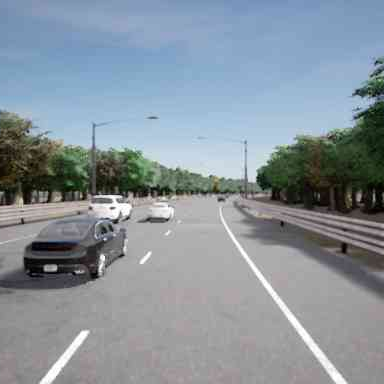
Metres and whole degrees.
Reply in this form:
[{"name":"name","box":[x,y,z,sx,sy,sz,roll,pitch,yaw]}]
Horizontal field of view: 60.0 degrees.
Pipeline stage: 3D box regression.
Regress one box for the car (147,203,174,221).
[{"name":"car","box":[-2.555,1.606,27.649,1.812,1.442,4.674,0,0,3]}]

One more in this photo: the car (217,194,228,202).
[{"name":"car","box":[7.096,1.690,79.568,1.837,1.490,4.892,0,0,8]}]

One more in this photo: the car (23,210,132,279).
[{"name":"car","box":[-3.246,1.534,10.176,1.837,1.490,4.892,0,0,1]}]

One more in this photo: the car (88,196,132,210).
[{"name":"car","box":[-6.174,1.292,25.590,2.150,2.045,5.566,0,0,3]}]
